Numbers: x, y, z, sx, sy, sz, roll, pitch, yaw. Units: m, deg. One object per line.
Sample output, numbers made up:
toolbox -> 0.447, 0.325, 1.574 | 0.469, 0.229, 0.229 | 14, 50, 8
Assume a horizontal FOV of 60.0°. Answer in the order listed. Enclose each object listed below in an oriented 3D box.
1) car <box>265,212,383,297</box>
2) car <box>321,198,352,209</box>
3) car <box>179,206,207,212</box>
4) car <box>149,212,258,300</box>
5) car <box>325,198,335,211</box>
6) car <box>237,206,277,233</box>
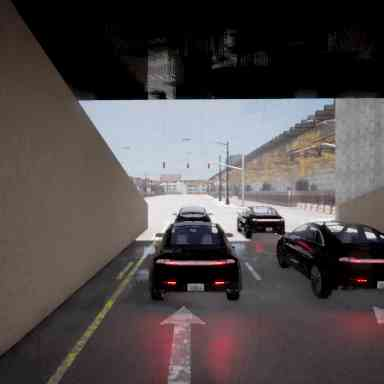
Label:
car -> 3.560, 1.496, 8.547 | 2.128, 1.511, 4.902 | 0, 0, 0
car -> 17.442, 1.316, 40.112 | 1.853, 1.218, 4.536 | 0, 0, 45
car -> 0.041, 1.514, 17.505 | 1.837, 1.490, 4.892 | 0, 0, 0
car -> 0.063, 1.496, 8.384 | 2.128, 1.511, 4.902 | 0, 0, 0
car -> 17.316, 1.471, 35.468 | 2.038, 1.542, 4.974 | 0, 0, -35
car -> 3.539, 1.501, 17.680 | 2.128, 1.511, 4.902 | 0, 0, 0
